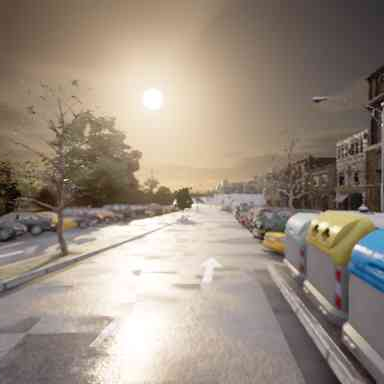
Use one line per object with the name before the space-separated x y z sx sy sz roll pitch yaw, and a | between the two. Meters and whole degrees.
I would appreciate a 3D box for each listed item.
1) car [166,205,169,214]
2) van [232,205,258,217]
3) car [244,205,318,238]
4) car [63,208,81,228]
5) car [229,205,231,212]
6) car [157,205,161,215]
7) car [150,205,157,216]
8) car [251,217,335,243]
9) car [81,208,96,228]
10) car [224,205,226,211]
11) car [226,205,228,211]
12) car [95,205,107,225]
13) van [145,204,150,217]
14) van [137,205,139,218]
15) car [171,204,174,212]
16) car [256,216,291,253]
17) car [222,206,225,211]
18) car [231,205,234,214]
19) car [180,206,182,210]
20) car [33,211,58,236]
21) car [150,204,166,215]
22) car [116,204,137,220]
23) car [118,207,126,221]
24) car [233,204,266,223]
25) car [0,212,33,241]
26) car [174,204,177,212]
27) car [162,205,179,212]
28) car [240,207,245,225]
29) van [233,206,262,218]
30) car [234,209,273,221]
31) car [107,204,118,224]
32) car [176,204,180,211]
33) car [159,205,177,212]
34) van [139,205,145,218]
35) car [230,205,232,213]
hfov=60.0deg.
car | -7.755 3.676 65.122 5.366 1.575 1.946 1 -2 -15
van | 10.029 3.604 62.693 4.442 1.987 1.878 2 -2 -15
car | 6.018 1.946 17.818 5.566 2.045 2.435 2 -2 -14
car | -11.673 2.242 25.684 5.366 1.575 1.946 1 -2 -15
car | 9.083 3.151 50.758 5.566 2.045 2.435 2 -2 -15
car | -8.429 3.492 59.159 4.792 1.488 2.163 1 -2 -15
car | -8.810 3.245 53.274 5.366 1.575 1.946 1 -2 -15
car | 6.272 2.353 20.795 4.674 1.452 2.002 2 -2 -14
car | -11.159 2.400 29.123 4.792 1.488 2.163 1 -2 -15
car | 11.850 4.692 86.792 5.008 1.535 2.097 2 -2 -17
car | 11.508 4.478 80.768 5.008 1.535 2.097 2 -2 -17
car | -10.905 2.367 32.487 4.553 1.767 2.185 1 -2 -15
van | -9.147 2.914 50.304 4.442 1.987 1.878 1 -2 -15
van | -9.681 2.699 44.376 4.442 1.987 1.878 1 -2 -15
car | -7.215 3.999 73.937 5.008 1.535 2.097 1 -2 -16
car | 5.879 2.076 14.836 5.366 1.575 1.946 2 -3 -15
car | 11.964 4.546 89.805 5.566 2.045 2.435 2 -2 -18
car | 7.939 2.715 38.771 5.566 2.045 2.435 2 -2 -15
car | -6.404 4.633 91.612 5.366 1.575 1.946 1 -2 -18
car | -11.800 2.125 22.359 4.892 1.521 2.231 1 -2 -15
car | -8.216 3.318 62.109 5.566 2.045 2.435 1 -2 -15
car | -10.090 2.564 41.373 5.566 2.045 2.435 1 -2 -15
car | -10.335 2.748 38.412 4.674 1.452 2.002 1 -2 -15
car | 7.389 2.499 32.786 5.566 2.045 2.435 2 -2 -15
car | -12.123 2.001 18.982 4.892 1.521 2.231 1 -3 -15
car | -6.853 4.242 79.832 4.792 1.488 2.163 1 -2 -16
car | -6.093 4.619 94.640 4.553 1.767 2.185 1 -2 -18
car | 7.099 2.516 29.800 4.553 1.767 2.185 2 -2 -15
van | 9.492 3.387 56.696 4.442 1.987 1.878 2 -2 -15
car | 8.781 3.292 47.747 5.008 1.535 2.097 2 -2 -15
car | -10.571 2.475 35.457 4.553 1.767 2.185 1 -2 -15
car | -6.483 4.425 85.757 5.008 1.535 2.097 1 -2 -17
car | -6.381 4.407 88.713 4.553 1.767 2.185 1 -2 -17
van | -9.414 2.806 47.340 4.442 1.987 1.878 1 -2 -15
car | 8.537 2.934 44.778 5.566 2.045 2.435 2 -2 -15
